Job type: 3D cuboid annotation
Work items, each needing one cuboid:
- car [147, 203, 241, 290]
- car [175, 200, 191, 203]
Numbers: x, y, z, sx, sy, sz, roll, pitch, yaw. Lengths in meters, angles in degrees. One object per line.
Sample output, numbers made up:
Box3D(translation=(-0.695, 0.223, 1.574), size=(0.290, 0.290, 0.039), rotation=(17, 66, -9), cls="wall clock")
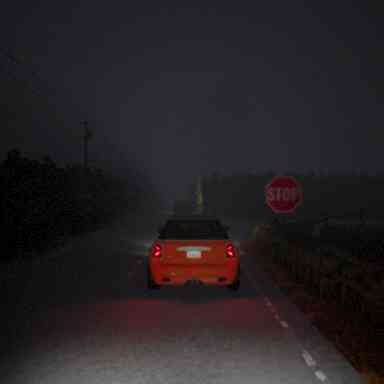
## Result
Box3D(translation=(0.018, 1.353, 9.242), size=(2.097, 1.767, 4.553), rotation=(0, 0, -1), cls="car")
Box3D(translation=(-0.882, 1.480, 32.344), size=(1.882, 1.535, 5.008), rotation=(0, 0, -4), cls="car")
